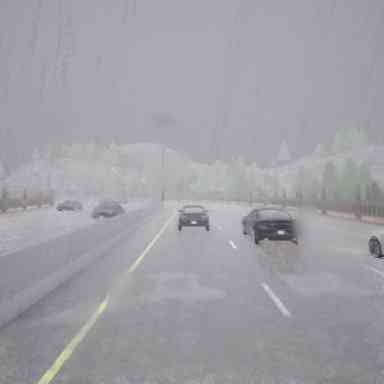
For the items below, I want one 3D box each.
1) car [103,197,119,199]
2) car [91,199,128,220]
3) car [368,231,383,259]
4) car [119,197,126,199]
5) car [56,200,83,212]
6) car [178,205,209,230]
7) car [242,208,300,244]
[{"bbox_3d":[-11.758,1.574,46.353,2.128,1.511,4.902,0,0,-8],"label":"car"},{"bbox_3d":[-7.111,1.576,28.743,2.033,1.411,5.357,0,0,0],"label":"car"},{"bbox_3d":[7.100,1.528,9.739,1.812,1.442,4.674,0,0,0],"label":"car"},{"bbox_3d":[-14.676,1.736,69.510,2.033,1.411,5.357,0,0,-21],"label":"car"},{"bbox_3d":[-14.451,1.607,39.660,2.033,1.411,5.357,0,0,-4],"label":"car"},{"bbox_3d":[0.101,1.540,20.945,1.812,1.442,4.674,0,0,0],"label":"car"},{"bbox_3d":[3.601,1.486,15.906,1.882,1.535,5.008,0,0,0],"label":"car"}]
